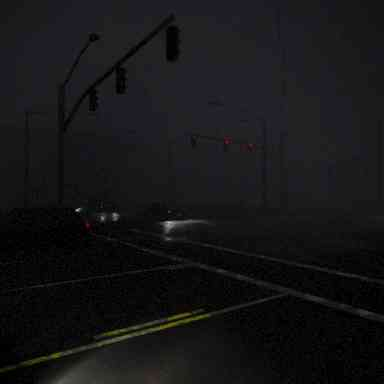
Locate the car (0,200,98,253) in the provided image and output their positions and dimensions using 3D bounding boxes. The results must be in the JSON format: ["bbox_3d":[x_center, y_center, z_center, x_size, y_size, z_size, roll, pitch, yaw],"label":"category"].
[{"bbox_3d":[-6.239,1.352,12.546,4.553,1.767,2.097,0,0,-37],"label":"car"}]

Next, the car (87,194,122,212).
[{"bbox_3d":[-10.798,1.222,39.776,2.150,2.045,5.566,0,0,-35],"label":"car"}]

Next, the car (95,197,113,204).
[{"bbox_3d":[-16.505,1.601,62.713,1.895,1.301,4.718,0,0,3],"label":"car"}]

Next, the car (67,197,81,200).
[{"bbox_3d":[-18.690,1.492,52.762,2.128,1.511,4.902,0,0,-17],"label":"car"}]

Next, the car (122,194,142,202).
[{"bbox_3d":[-13.677,1.524,72.541,1.812,1.442,4.674,0,0,30],"label":"car"}]

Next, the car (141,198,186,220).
[{"bbox_3d":[-2.392,1.526,28.136,1.812,1.442,4.674,0,0,-36],"label":"car"}]
